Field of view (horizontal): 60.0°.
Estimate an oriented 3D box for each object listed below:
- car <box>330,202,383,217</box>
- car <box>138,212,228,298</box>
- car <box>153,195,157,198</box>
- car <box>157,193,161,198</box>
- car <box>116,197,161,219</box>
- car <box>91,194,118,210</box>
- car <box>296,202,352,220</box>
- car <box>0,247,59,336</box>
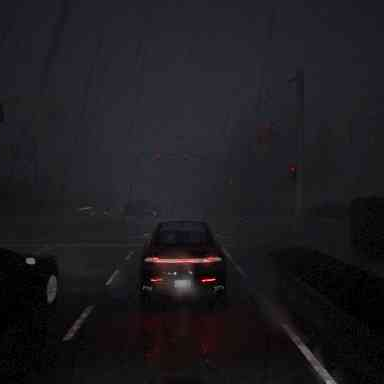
[{"bbox_3d":[15.468,1.601,30.696,4.718,1.301,1.895,0,0,0],"label":"car"},{"bbox_3d":[-0.245,1.492,8.539,2.128,1.511,4.902,0,0,-2],"label":"car"},{"bbox_3d":[-8.205,1.564,62.049,1.994,1.385,4.181,0,0,-1],"label":"car"},{"bbox_3d":[-8.403,1.511,77.157,1.812,1.442,4.674,0,0,-1],"label":"car"},{"bbox_3d":[-4.446,1.491,28.969,2.128,1.511,4.902,0,0,-36],"label":"car"},{"bbox_3d":[-11.433,1.221,43.442,2.150,2.045,5.566,0,0,-2],"label":"car"},{"bbox_3d":[11.396,1.547,27.232,5.357,1.411,2.033,0,0,0],"label":"car"},{"bbox_3d":[-3.612,1.478,4.875,1.882,1.535,5.008,0,0,-2],"label":"car"}]
